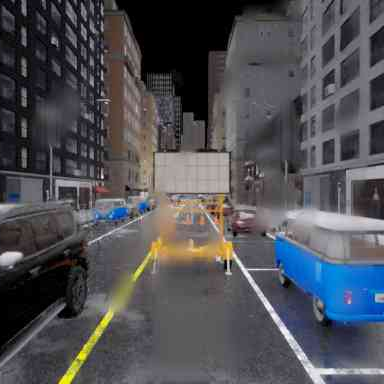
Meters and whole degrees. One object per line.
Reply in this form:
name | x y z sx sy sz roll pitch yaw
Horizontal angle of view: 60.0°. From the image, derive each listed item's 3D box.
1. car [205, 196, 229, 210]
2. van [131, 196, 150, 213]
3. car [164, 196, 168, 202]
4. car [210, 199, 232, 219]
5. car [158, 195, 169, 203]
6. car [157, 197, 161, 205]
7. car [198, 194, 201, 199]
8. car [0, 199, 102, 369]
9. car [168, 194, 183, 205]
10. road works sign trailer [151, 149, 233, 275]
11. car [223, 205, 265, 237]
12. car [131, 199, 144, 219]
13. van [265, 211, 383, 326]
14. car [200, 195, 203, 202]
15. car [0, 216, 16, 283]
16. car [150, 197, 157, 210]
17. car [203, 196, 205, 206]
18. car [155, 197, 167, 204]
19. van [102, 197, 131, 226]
car | 2.849 1.314 34.301 2.192 1.841 5.009 0 0 0
van | -5.676 1.340 34.299 1.690 1.788 3.998 0 0 0
car | -5.680 1.571 56.305 1.947 1.339 4.313 0 0 0
car | 2.851 1.581 28.799 1.802 1.307 4.206 0 0 0
car | -5.683 1.450 67.308 1.967 1.590 4.097 0 0 0
car | -5.677 1.584 45.302 1.802 1.307 4.206 0 0 0
car | 2.843 1.576 67.309 1.947 1.339 4.313 0 0 0
car | -3.100 1.220 4.493 2.150 2.045 5.566 0 0 0
car | -3.012 1.532 58.884 1.812 1.442 4.674 0 0 0
road works sign trailer | -0.001 0.464 10.472 2.380 3.560 2.880 0 0 0
car | 2.853 1.581 17.797 1.802 1.307 4.206 0 0 0
car | -5.674 1.550 28.798 2.008 1.369 4.403 0 0 0
van | 2.855 1.340 6.794 1.690 1.788 3.998 0 0 0
car | 2.845 1.556 56.307 2.008 1.369 4.403 0 0 0
car | -5.670 1.440 6.793 1.967 1.590 4.097 0 0 0
car | -5.677 1.566 39.801 1.947 1.339 4.313 0 0 0
car | 2.848 1.442 45.304 1.967 1.590 4.097 0 0 0
car | -5.682 1.589 61.806 1.802 1.307 4.206 0 0 0
van | -5.674 1.340 23.298 1.690 1.788 3.998 0 0 0
